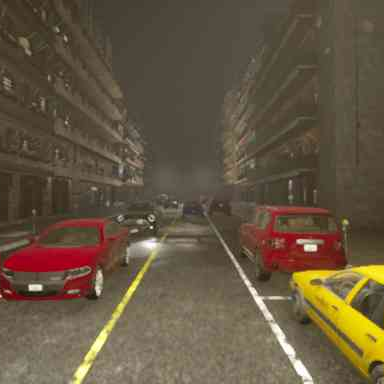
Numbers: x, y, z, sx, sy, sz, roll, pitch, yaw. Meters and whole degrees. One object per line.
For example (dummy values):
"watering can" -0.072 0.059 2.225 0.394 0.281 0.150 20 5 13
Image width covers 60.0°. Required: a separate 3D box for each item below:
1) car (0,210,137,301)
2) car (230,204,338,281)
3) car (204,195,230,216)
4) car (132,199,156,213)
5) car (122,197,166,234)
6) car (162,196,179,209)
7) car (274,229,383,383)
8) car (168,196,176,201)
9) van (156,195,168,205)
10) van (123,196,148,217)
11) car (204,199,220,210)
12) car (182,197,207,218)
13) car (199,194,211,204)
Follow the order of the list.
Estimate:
"car" -2.849 1.463 8.544 1.882 1.535 5.008 0 0 0
"car" 2.581 1.299 9.630 2.192 1.841 5.009 1 0 0
"car" 2.574 1.308 31.865 2.192 1.841 5.009 1 0 0
"car" -5.310 1.559 37.392 2.008 1.369 4.403 1 0 0
"car" -2.841 1.332 18.842 2.097 1.767 4.553 0 0 0
"car" -2.759 1.579 45.412 2.033 1.411 5.357 0 0 0
"car" 2.579 1.518 4.235 1.752 1.417 4.829 1 0 0
"car" -5.320 1.710 87.298 1.752 1.417 4.829 1 0 0
"van" -5.312 1.423 59.648 1.690 1.788 3.998 1 0 0
"van" -5.305 1.334 31.827 1.690 1.788 3.998 1 0 0
"car" 2.568 1.606 42.989 1.802 1.307 4.206 1 0 0
"car" 0.099 1.468 30.282 1.882 1.535 5.008 0 0 0
"car" 2.567 1.417 65.246 2.192 1.841 5.009 1 0 0
